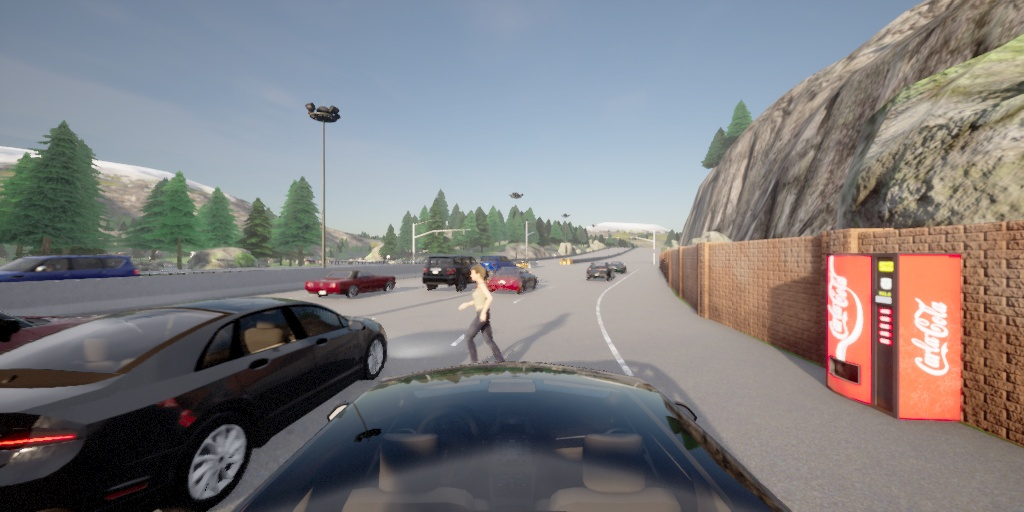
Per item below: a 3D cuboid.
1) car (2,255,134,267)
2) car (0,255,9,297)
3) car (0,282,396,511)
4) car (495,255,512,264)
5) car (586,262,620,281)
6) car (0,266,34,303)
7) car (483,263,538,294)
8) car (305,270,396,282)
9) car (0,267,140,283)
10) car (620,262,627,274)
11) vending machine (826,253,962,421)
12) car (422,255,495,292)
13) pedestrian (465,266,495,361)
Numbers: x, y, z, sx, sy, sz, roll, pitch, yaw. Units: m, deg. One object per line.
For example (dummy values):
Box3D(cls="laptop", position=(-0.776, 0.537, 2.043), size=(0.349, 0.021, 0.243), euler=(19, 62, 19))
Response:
Box3D(cls="car", position=(-19.571, 0.970, 15.237), size=(2.150, 2.045, 5.566), euler=(0, 0, 11))
Box3D(cls="car", position=(-26.635, 0.970, 15.318), size=(2.150, 2.045, 5.566), euler=(0, 0, 10))
Box3D(cls="car", position=(-3.170, 1.252, 4.324), size=(1.837, 1.490, 4.892), euler=(0, -1, 3))
Box3D(cls="car", position=(-1.425, 0.969, 35.948), size=(2.150, 2.045, 5.566), euler=(0, 0, 22))
Box3D(cls="car", position=(7.428, 1.239, 29.854), size=(2.128, 1.511, 4.902), euler=(0, 0, 22))
Box3D(cls="car", position=(-23.254, 1.240, 14.095), size=(2.128, 1.511, 4.902), euler=(0, 0, 10))
Box3D(cls="car", position=(0.105, 1.313, 20.435), size=(1.994, 1.385, 4.181), euler=(0, 0, 18))
Box3D(cls="car", position=(-7.943, 1.350, 18.281), size=(1.895, 1.301, 4.718), euler=(0, 0, 15))
Box3D(cls="car", position=(-6.679, 1.102, 3.643), size=(2.097, 1.767, 4.553), euler=(0, 0, 2))
Box3D(cls="car", position=(11.955, 1.311, 41.006), size=(1.994, 1.385, 4.181), euler=(0, 0, 22))
Box3D(cls="vending machine", position=(5.134, 0.945, 4.890), size=(1.100, 2.100, 0.880), euler=(0, 0, 5))
Box3D(cls="car", position=(-3.229, 0.970, 21.765), size=(2.150, 2.045, 5.566), euler=(0, 0, 19))
Box3D(cls="pedestrian", position=(-0.544, 1.044, 6.182), size=(0.375, 1.860, 0.375), euler=(0, 0, 6))
